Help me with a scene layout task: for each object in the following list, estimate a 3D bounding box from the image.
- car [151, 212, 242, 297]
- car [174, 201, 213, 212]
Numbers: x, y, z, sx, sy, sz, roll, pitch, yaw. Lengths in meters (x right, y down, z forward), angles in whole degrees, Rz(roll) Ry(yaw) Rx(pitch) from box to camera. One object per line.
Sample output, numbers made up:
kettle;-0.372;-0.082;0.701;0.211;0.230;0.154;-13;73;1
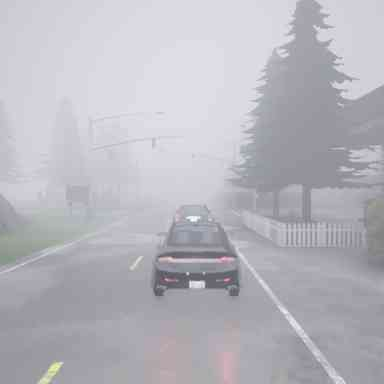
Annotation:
car;0.090;1.492;8.559;2.128;1.511;4.902;0;0;0
car;0.079;1.351;17.931;2.097;1.767;4.553;0;0;0
